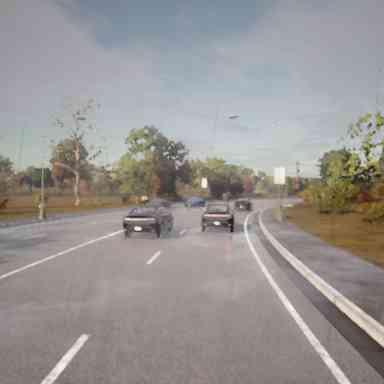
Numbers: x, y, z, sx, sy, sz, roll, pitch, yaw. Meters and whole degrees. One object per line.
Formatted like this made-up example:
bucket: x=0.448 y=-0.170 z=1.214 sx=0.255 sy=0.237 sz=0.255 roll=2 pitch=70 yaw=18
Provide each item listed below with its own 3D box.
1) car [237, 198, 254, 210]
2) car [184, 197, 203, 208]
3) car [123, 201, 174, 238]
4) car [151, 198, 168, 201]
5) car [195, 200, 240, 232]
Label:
car: x=6.545 y=1.493 z=41.869 sx=1.837 sy=1.490 sz=4.892 roll=0 pitch=0 yaw=17
car: x=0.389 y=1.433 z=46.175 sx=1.882 sy=1.535 sz=5.008 roll=0 pitch=0 yaw=18
car: x=-2.194 y=1.470 z=17.678 sx=2.128 sy=1.511 sz=4.902 roll=0 pitch=0 yaw=7
car: x=-4.287 y=1.488 z=43.021 sx=2.033 sy=1.411 sz=5.357 roll=0 pitch=0 yaw=17
car: x=1.690 y=1.480 z=20.350 sx=2.128 sy=1.511 sz=4.902 roll=0 pitch=0 yaw=8
